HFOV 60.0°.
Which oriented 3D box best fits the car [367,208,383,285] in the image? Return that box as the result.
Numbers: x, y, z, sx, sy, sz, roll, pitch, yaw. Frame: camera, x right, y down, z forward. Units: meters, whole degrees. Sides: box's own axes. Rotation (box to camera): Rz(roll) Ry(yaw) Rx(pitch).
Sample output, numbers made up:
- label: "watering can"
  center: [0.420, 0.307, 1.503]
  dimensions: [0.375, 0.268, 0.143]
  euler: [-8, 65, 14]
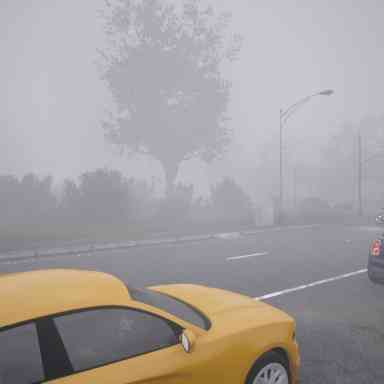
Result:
- label: "car"
  center: [6.406, 1.352, 8.288]
  dimensions: [4.553, 1.767, 2.097]
  euler: [0, 0, -35]

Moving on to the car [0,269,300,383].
- label: "car"
  center: [-1.116, 1.478, 2.952]
  dimensions: [5.008, 1.535, 1.882]
  euler: [0, 0, -35]

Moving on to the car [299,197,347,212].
- label: "car"
  center: [14.572, 1.352, 37.831]
  dimensions: [2.097, 1.767, 4.553]
  euler: [0, 0, -32]

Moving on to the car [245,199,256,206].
- label: "car"
  center: [8.336, 1.452, 54.200]
  dimensions: [1.882, 1.535, 5.008]
  euler: [0, 0, -33]

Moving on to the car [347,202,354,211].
- label: "car"
  center: [17.067, 1.478, 40.442]
  dimensions: [1.882, 1.535, 5.008]
  euler: [0, 0, -32]
